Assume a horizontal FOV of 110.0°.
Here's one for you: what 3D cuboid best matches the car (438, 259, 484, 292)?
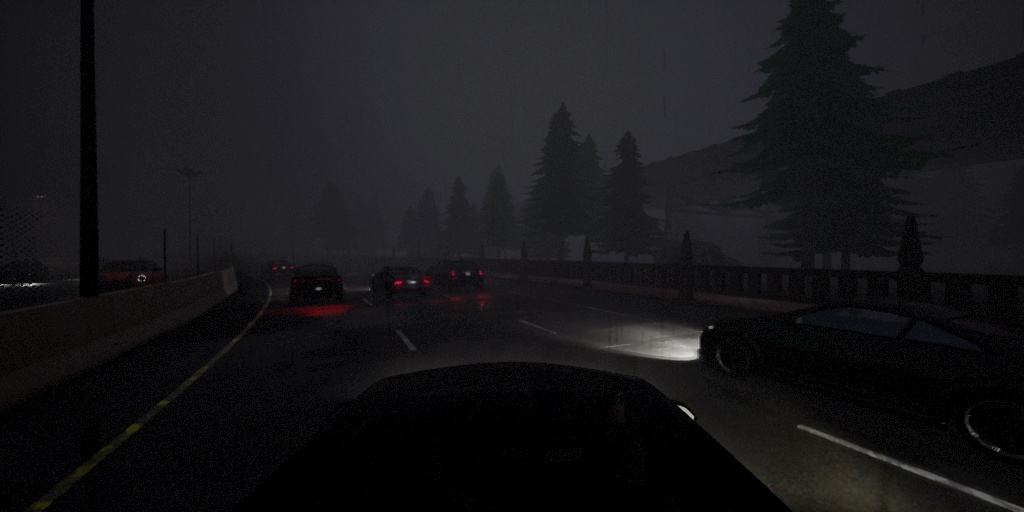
[{"bbox_3d":[-3.426,0.948,20.497,2.097,1.767,4.553,0,1,-32],"label":"car"}]

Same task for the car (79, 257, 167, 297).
[{"bbox_3d":[-17.908,0.961,16.733,2.097,1.767,4.553,0,1,-36],"label":"car"}]

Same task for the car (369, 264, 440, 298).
[{"bbox_3d":[-5.573,1.165,17.509,2.033,1.411,5.357,0,1,-32],"label":"car"}]

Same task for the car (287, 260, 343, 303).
[{"bbox_3d":[-8.824,1.103,16.020,1.882,1.535,5.008,0,0,-32],"label":"car"}]

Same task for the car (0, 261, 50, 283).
[{"bbox_3d":[-33.559,1.077,24.591,2.033,1.411,5.357,0,1,-45],"label":"car"}]

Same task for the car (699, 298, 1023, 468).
[{"bbox_3d":[4.955,1.292,5.067,1.994,1.385,4.181,0,0,-25],"label":"car"}]

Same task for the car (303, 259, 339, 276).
[{"bbox_3d":[-18.098,1.035,33.906,1.994,1.385,4.181,0,1,-43],"label":"car"}]

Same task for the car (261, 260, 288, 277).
[{"bbox_3d":[-20.808,1.032,31.817,2.033,1.411,5.357,0,1,-43],"label":"car"}]
